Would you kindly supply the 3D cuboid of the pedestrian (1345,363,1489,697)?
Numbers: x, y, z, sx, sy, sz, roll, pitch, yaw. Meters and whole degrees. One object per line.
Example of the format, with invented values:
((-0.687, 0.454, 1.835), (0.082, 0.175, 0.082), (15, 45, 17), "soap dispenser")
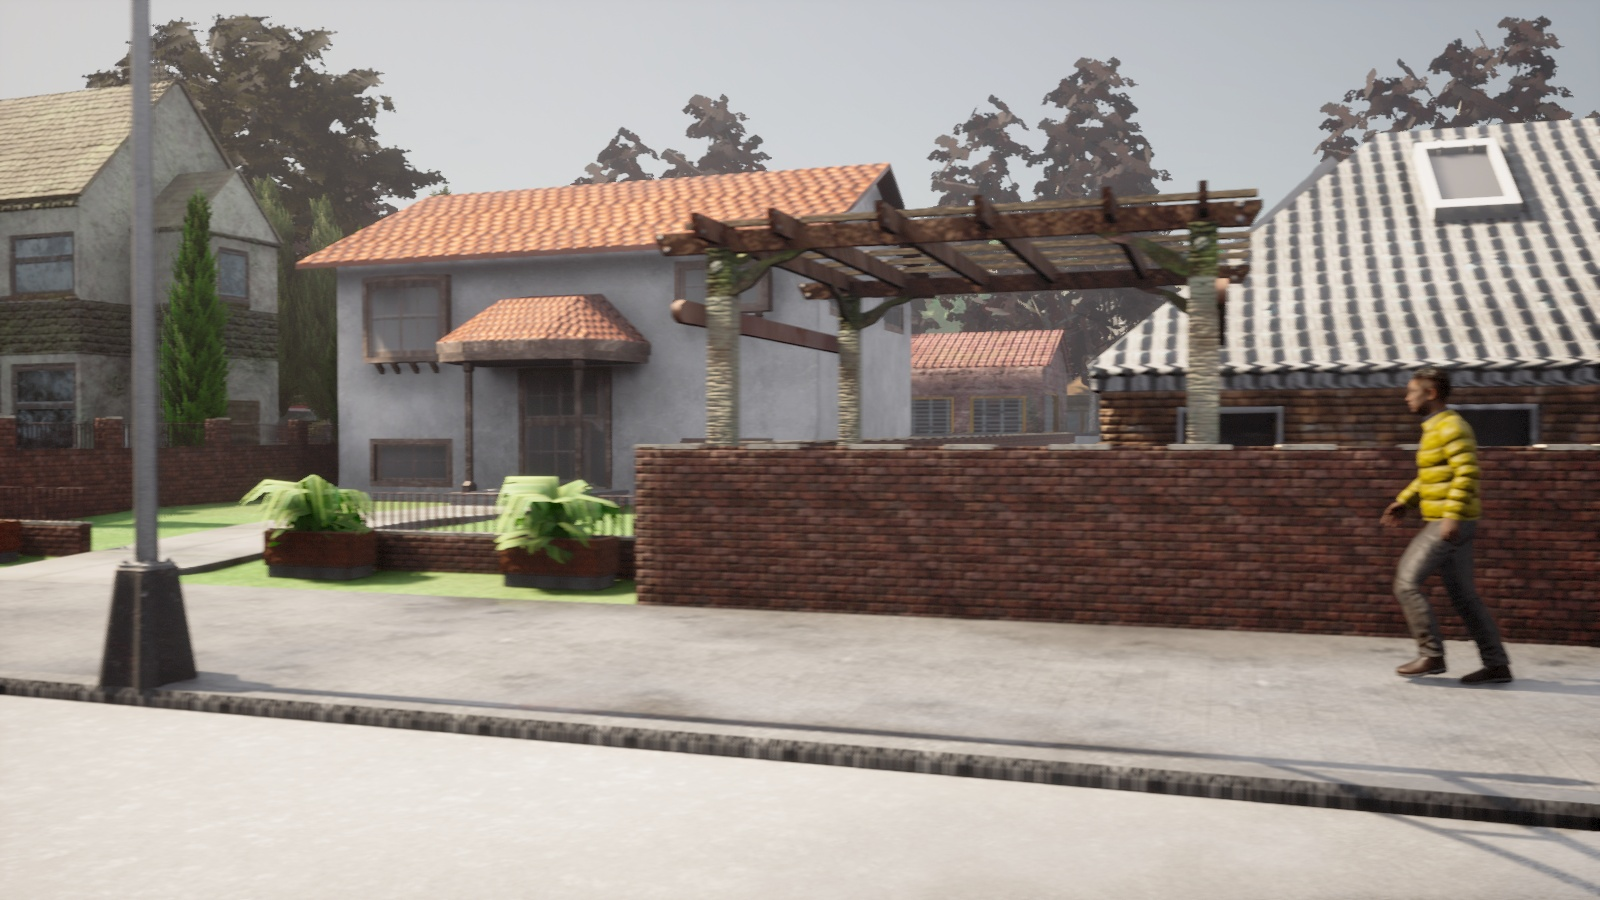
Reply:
((3.563, 0.434, 7.259), (0.709, 1.840, 0.431), (1, 1, 28), "pedestrian")
